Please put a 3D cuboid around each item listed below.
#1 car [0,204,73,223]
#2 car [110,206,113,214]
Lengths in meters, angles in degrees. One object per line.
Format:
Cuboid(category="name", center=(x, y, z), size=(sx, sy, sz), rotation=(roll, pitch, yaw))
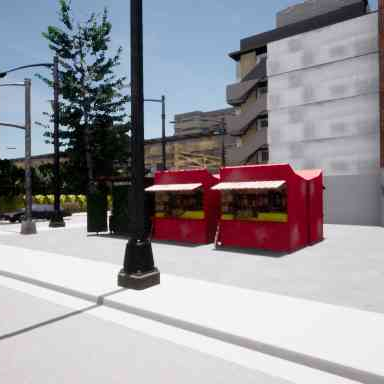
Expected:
Cuboid(category="car", center=(-12.444, 1.686, 26.971), size=(2.033, 1.411, 5.357), rotation=(-1, -1, 36))
Cuboid(category="car", center=(-6.493, 1.490, 35.184), size=(2.097, 1.767, 4.553), rotation=(-1, -1, 36))
